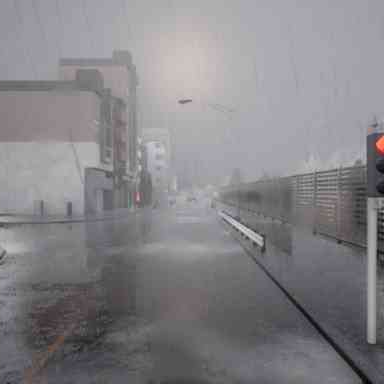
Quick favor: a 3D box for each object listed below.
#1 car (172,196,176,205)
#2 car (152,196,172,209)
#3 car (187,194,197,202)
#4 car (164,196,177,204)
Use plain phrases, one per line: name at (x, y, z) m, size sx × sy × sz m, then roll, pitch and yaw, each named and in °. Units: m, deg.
car at (-4.113, 1.470, 54.579) m, size 1.882 × 1.535 × 5.008 m, roll 0°, pitch 0°, yaw 0°
car at (-4.116, 1.498, 44.346) m, size 1.837 × 1.490 × 4.892 m, roll 0°, pitch 0°, yaw 0°
car at (-0.038, 1.344, 76.616) m, size 2.097 × 1.767 × 4.553 m, roll 0°, pitch 0°, yaw 0°
car at (-4.077, 1.482, 64.827) m, size 2.128 × 1.511 × 4.902 m, roll 0°, pitch 0°, yaw 0°
